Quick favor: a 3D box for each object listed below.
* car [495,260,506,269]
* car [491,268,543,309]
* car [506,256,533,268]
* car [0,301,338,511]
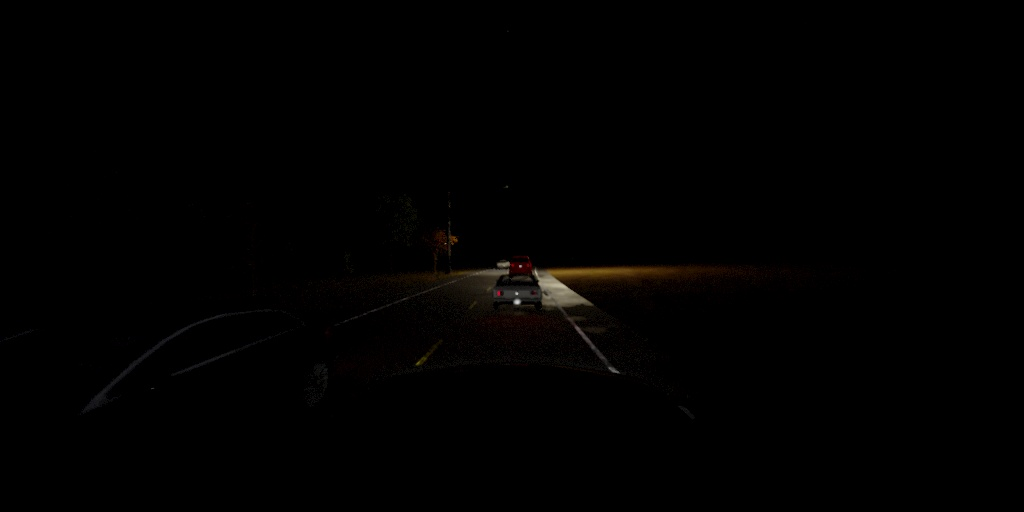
[{"bbox_3d":[-1.461,1.381,57.610,1.812,1.442,4.674,0,0,4],"label":"car"},{"bbox_3d":[0.237,1.380,15.168,1.895,1.301,4.718,0,0,1],"label":"car"},{"bbox_3d":[0.899,1.039,35.718,2.150,2.045,5.566,0,0,3],"label":"car"},{"bbox_3d":[-3.467,1.250,3.285,2.128,1.511,4.902,0,0,0],"label":"car"}]
